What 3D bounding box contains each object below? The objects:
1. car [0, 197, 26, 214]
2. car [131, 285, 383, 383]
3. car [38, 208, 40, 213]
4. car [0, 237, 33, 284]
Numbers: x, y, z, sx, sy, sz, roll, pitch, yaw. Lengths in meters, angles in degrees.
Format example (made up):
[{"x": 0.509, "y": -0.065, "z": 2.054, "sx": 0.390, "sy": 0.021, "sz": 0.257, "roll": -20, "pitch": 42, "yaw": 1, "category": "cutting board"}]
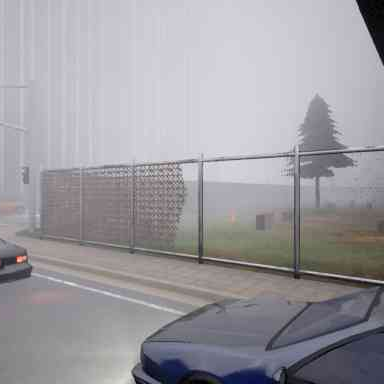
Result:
[{"x": -18.508, "y": 1.297, "z": 31.802, "sx": 2.097, "sy": 1.767, "sz": 4.553, "roll": 0, "pitch": 0, "yaw": 36, "category": "car"}, {"x": 1.998, "y": 1.547, "z": 2.566, "sx": 5.357, "sy": 1.411, "sz": 2.033, "roll": 0, "pitch": 0, "yaw": 35, "category": "car"}, {"x": -13.095, "y": 1.508, "z": 33.347, "sx": 1.994, "sy": 1.385, "sz": 4.181, "roll": 0, "pitch": 0, "yaw": 36, "category": "car"}, {"x": -6.207, "y": 1.547, "z": 8.397, "sx": 5.357, "sy": 1.411, "sz": 2.033, "roll": 0, "pitch": 0, "yaw": 35, "category": "car"}]
